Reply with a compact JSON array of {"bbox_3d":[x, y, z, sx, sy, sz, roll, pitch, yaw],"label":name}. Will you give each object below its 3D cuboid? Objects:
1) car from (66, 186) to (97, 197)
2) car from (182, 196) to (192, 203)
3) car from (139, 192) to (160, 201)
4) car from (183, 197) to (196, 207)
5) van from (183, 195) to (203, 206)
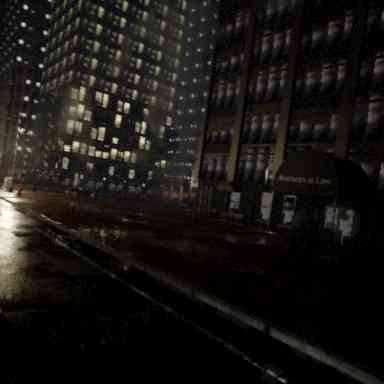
[{"bbox_3d":[-15.846,-0.068,47.959,4.403,1.369,2.008,8,0,-40],"label":"car"},{"bbox_3d":[-0.008,2.099,68.898,4.181,1.385,1.994,8,0,-40],"label":"car"},{"bbox_3d":[-8.361,0.813,65.350,4.097,1.590,1.967,8,0,-40],"label":"car"},{"bbox_3d":[1.221,2.321,62.533,4.313,1.339,1.947,8,0,-40],"label":"car"},{"bbox_3d":[0.226,1.907,72.587,3.998,1.788,1.690,8,0,-40],"label":"van"}]
